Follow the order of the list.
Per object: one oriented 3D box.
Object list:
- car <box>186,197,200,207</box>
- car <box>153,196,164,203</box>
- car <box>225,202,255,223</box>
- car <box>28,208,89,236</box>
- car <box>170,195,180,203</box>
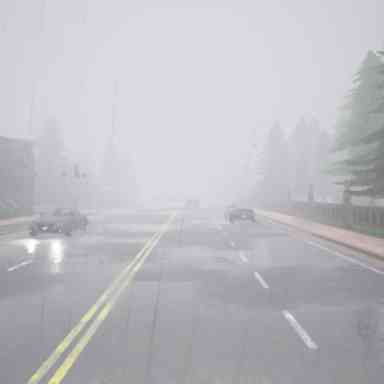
[{"bbox_3d":[0.090,1.440,48.925,1.882,1.535,5.008,0,0,0],"label":"car"},{"bbox_3d":[-6.999,1.497,69.625,1.994,1.385,4.181,0,0,0],"label":"car"},{"bbox_3d":[3.600,1.506,25.295,1.812,1.442,4.674,0,0,0],"label":"car"},{"bbox_3d":[-7.087,1.550,18.036,1.994,1.385,4.181,0,0,0],"label":"car"},{"bbox_3d":[-3.499,1.445,69.625,1.837,1.490,4.892,0,0,0],"label":"car"}]
